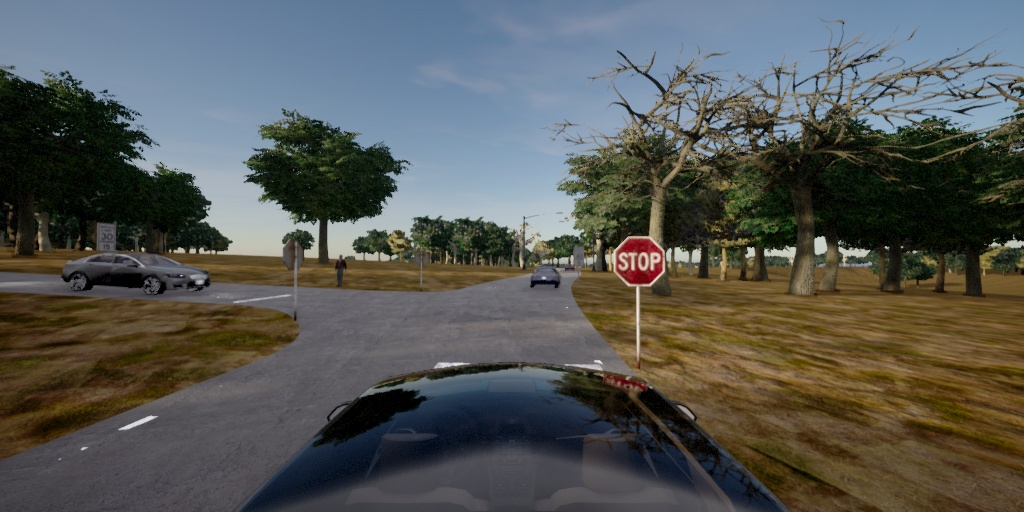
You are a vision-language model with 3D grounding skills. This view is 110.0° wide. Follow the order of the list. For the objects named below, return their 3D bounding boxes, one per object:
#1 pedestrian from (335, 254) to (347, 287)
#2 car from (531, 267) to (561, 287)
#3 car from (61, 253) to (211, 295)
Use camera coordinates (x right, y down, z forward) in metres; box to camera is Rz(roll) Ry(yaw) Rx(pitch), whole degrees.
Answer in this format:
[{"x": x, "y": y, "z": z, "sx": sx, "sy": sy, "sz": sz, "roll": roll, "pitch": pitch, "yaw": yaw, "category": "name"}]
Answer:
[{"x": -9.679, "y": 0.794, "z": 20.180, "sx": 0.375, "sy": 1.860, "sz": 0.375, "roll": 0, "pitch": -4, "yaw": 3, "category": "pedestrian"}, {"x": 2.523, "y": 1.471, "z": 26.016, "sx": 1.994, "sy": 1.385, "sz": 4.181, "roll": 0, "pitch": -1, "yaw": 10, "category": "car"}, {"x": -14.603, "y": 0.652, "z": 14.103, "sx": 4.902, "sy": 1.511, "sz": 2.128, "roll": 2, "pitch": -1, "yaw": 3, "category": "car"}]
